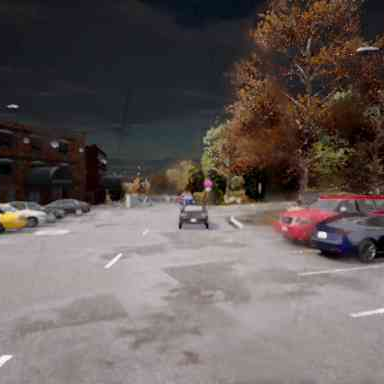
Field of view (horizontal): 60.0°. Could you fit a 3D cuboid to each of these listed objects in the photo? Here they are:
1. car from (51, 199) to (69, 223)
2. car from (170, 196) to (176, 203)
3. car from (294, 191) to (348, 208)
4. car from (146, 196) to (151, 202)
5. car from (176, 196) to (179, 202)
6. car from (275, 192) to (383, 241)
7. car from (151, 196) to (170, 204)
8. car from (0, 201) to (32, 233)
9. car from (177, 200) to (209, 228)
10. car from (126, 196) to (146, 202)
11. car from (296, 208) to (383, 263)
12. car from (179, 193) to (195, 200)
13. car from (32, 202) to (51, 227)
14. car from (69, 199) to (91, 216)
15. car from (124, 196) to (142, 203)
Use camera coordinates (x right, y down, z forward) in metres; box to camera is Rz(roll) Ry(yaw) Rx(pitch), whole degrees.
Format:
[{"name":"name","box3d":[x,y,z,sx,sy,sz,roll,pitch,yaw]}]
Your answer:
[{"name":"car","box3d":[-11.423,1.398,23.302,4.892,1.521,2.231,-1,0,-20]},{"name":"car","box3d":[-5.675,1.616,75.351,2.097,1.535,5.008,-1,-1,-27]},{"name":"car","box3d":[13.693,0.774,35.459,4.902,1.511,2.128,-3,1,0]},{"name":"car","box3d":[-8.428,1.672,80.222,2.231,1.521,4.892,-1,0,-35]},{"name":"car","box3d":[-1.014,1.180,58.890,2.435,2.045,5.566,0,-1,-7]},{"name":"car","box3d":[6.376,1.177,14.514,5.566,2.045,2.435,1,1,-20]},{"name":"car","box3d":[-6.499,1.551,68.185,1.882,1.535,5.008,0,-1,-17]},{"name":"car","box3d":[-11.588,1.419,17.365,5.366,1.575,1.946,-1,0,-20]},{"name":"car","box3d":[0.138,1.443,21.370,1.812,1.442,4.674,0,0,1]},{"name":"car","box3d":[-14.054,1.582,82.039,2.097,1.767,4.553,-1,-1,-38]},{"name":"car","box3d":[6.424,1.469,11.597,4.792,1.488,2.163,1,0,-20]},{"name":"car","box3d":[-0.653,1.383,52.904,2.097,1.535,5.008,0,-1,-1]},{"name":"car","box3d":[-11.418,1.448,20.369,4.674,1.452,2.002,-1,0,-20]},{"name":"car","box3d":[-11.413,1.377,29.165,4.892,1.521,2.231,-1,0,-20]},{"name":"car","box3d":[-15.773,1.960,89.113,4.892,1.521,2.231,-4,-1,42]}]
